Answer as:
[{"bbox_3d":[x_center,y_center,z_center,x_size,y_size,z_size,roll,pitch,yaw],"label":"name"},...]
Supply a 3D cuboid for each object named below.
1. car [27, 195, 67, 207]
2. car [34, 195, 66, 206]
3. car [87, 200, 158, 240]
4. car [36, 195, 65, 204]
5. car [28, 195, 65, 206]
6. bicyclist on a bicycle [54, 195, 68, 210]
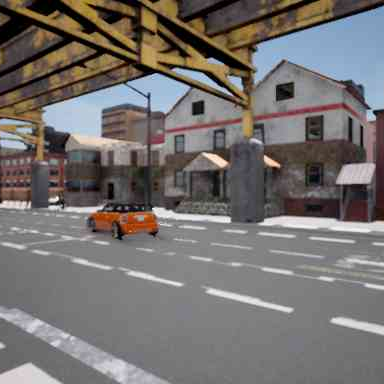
[{"bbox_3d":[-19.957,1.199,46.037,4.974,1.542,2.038,0,0,-22],"label":"car"},{"bbox_3d":[-21.071,1.180,49.598,2.038,1.542,4.974,0,0,8],"label":"car"},{"bbox_3d":[-3.638,1.260,16.955,2.097,1.767,4.553,-1,1,-37],"label":"car"},{"bbox_3d":[-21.064,1.022,49.648,1.853,1.218,4.536,0,0,8],"label":"car"},{"bbox_3d":[-19.909,1.041,46.055,4.536,1.218,1.853,0,0,-22],"label":"car"},{"bbox_3d":[-13.760,1.111,34.933,0.582,1.620,1.656,0,1,38],"label":"bicyclist on a bicycle"}]
